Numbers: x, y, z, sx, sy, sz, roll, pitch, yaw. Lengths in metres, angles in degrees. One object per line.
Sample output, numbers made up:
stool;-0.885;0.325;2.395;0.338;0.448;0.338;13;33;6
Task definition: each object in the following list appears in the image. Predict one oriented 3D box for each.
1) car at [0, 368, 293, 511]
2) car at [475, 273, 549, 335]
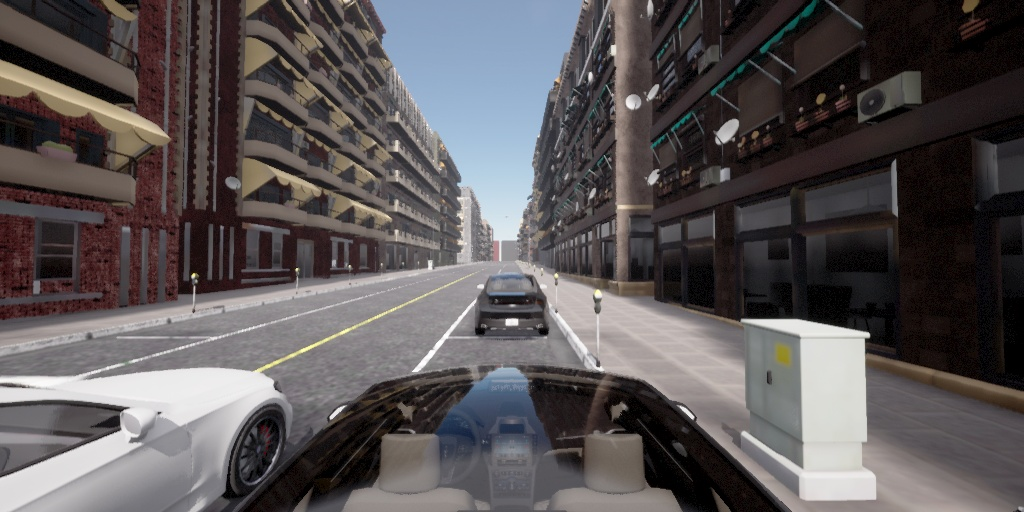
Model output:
car;-3.020;1.269;1.501;1.812;1.442;4.674;0;0;0
car;0.000;1.247;10.503;1.837;1.490;4.892;0;0;0
